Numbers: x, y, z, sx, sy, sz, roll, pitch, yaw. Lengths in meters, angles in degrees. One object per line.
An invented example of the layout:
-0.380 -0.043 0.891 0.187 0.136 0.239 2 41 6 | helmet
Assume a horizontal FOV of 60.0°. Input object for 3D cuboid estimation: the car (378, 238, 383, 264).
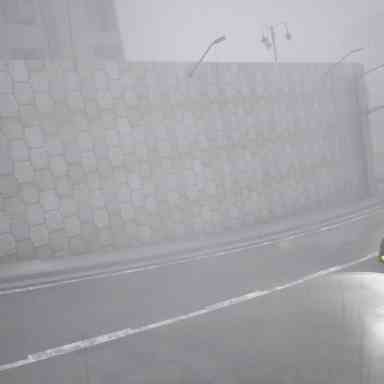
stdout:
6.729 1.148 8.771 4.181 1.385 1.994 -6 3 -35 | car
